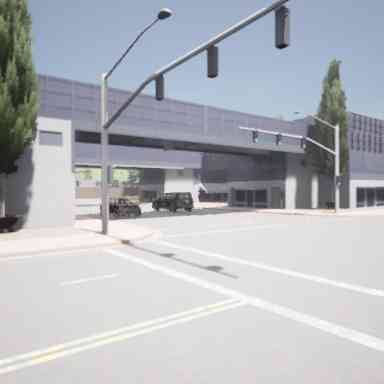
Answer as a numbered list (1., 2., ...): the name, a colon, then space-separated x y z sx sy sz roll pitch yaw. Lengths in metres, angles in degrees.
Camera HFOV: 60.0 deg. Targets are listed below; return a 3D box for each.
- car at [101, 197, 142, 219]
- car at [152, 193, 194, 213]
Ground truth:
1. car: -6.090 1.267 28.432 2.097 1.767 4.553 -1 0 -36
2. car: -2.058 1.082 35.151 2.150 2.045 5.566 -1 0 -36
